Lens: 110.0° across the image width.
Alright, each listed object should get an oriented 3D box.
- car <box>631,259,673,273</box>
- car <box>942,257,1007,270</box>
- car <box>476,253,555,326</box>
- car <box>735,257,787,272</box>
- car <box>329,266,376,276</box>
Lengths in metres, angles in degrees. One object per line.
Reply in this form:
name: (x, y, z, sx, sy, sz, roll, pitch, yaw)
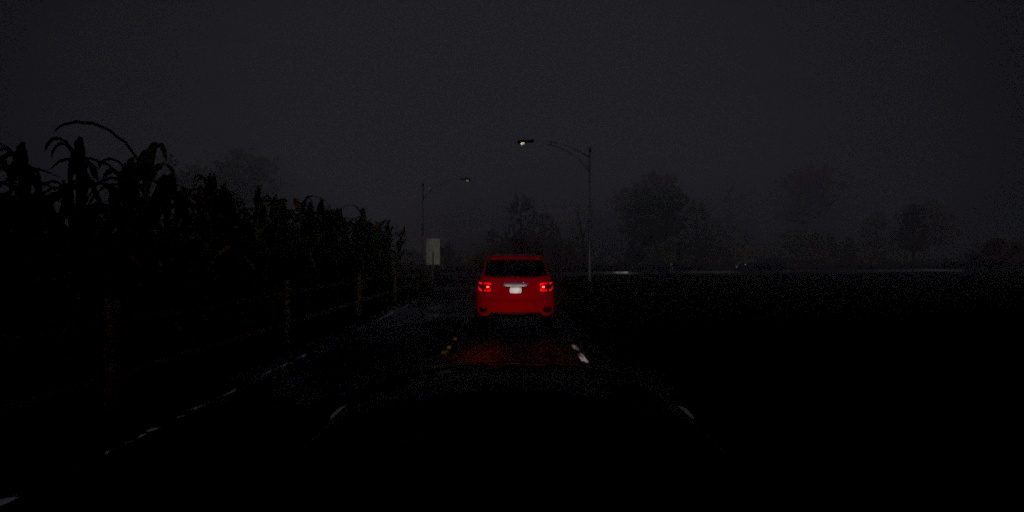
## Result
car: (14.819, 1.037, 38.142, 4.181, 1.385, 1.994, 0, 1, 1)
car: (48.436, 0.780, 37.684, 4.718, 1.301, 1.895, 0, 1, 1)
car: (0.089, 0.936, 11.643, 2.150, 2.045, 5.566, 0, 0, 0)
car: (26.329, 0.867, 38.016, 4.902, 1.511, 2.128, -1, 0, 1)
car: (-15.477, 1.217, 35.524, 5.008, 1.535, 1.882, 0, 1, 1)
